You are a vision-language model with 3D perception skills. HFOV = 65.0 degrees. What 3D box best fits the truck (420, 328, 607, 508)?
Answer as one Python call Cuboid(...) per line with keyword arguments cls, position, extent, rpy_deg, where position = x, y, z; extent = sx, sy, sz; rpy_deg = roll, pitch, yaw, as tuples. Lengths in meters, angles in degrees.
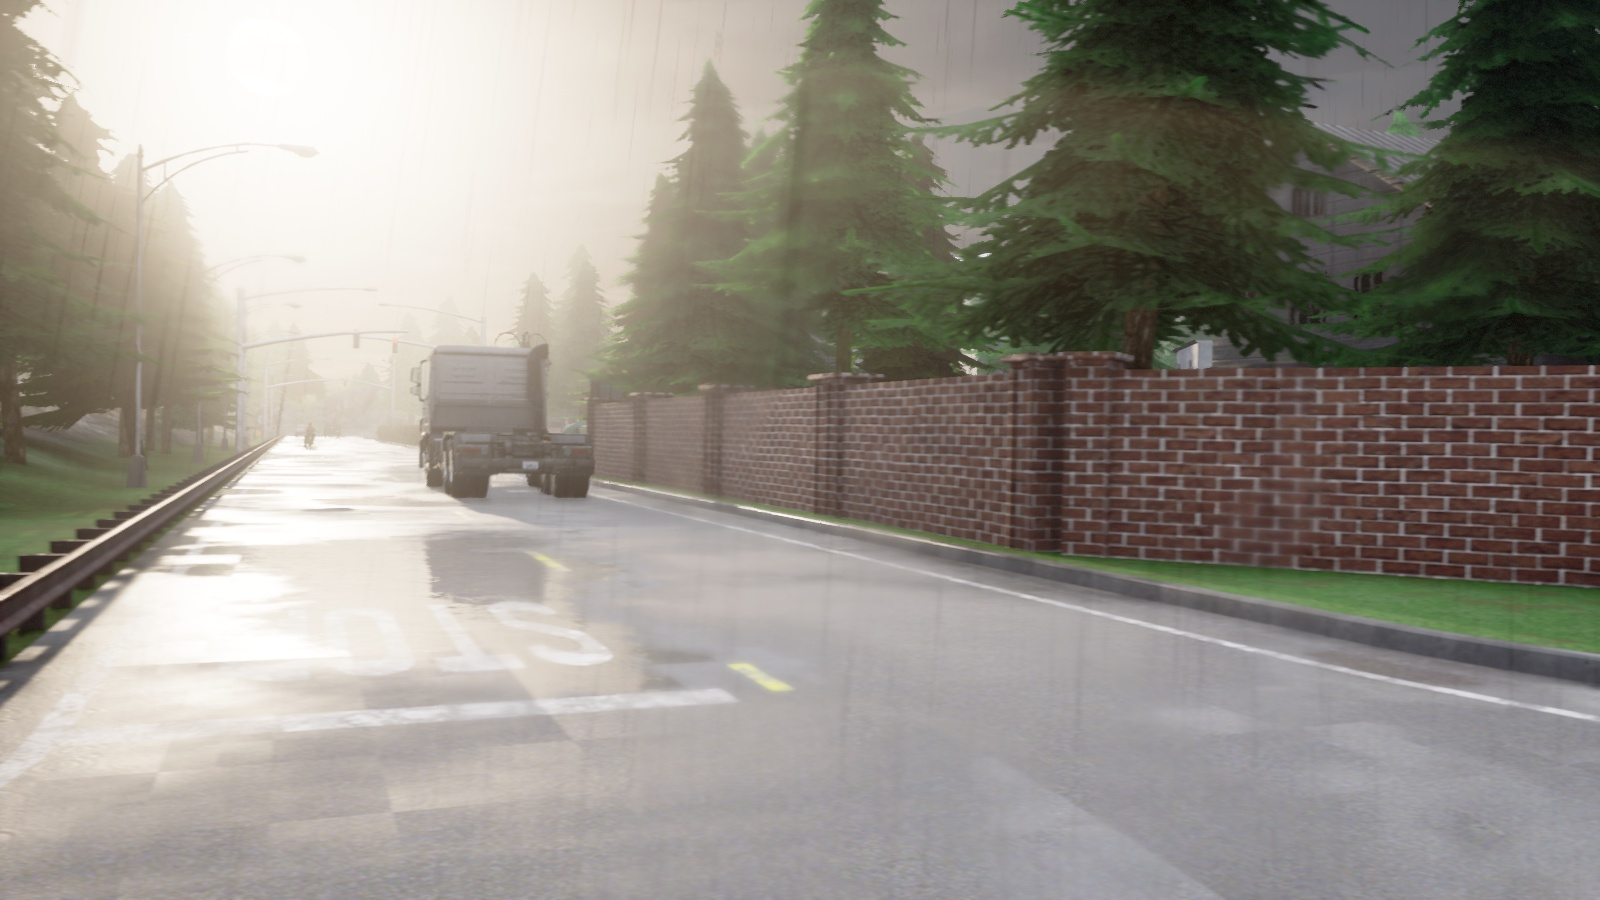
Cuboid(cls="truck", position=(-6.689, -0.663, 28.278), extent=(2.891, 3.462, 7.936), rpy_deg=(-1, 1, -22))
